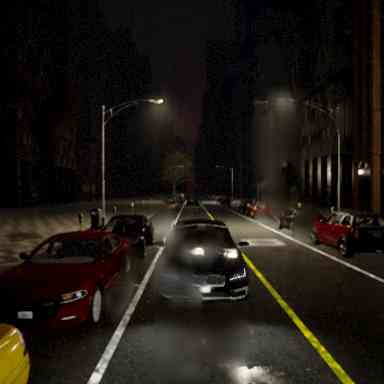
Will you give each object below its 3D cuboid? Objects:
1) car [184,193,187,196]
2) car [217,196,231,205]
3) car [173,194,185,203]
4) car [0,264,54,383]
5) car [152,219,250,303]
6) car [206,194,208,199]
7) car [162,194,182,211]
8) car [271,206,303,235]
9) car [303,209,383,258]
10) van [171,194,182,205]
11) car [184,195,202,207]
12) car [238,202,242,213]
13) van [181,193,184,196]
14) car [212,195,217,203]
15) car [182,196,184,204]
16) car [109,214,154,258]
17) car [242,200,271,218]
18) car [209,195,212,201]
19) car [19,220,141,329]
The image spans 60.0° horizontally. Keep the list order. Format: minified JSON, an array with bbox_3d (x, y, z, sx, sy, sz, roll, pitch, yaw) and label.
[{"bbox_3d":[-2.681,1.315,63.855,2.192,1.841,5.009,0,0,0],"label":"car"},{"bbox_3d":[5.868,1.582,58.221,1.802,1.307,4.206,0,0,0],"label":"car"},{"bbox_3d":[-2.706,1.316,69.532,2.192,1.841,5.009,0,0,0],"label":"car"},{"bbox_3d":[-2.412,1.525,1.234,1.752,1.417,4.829,0,0,0],"label":"car"},{"bbox_3d":[0.219,1.503,8.405,1.837,1.490,4.892,0,0,-1],"label":"car"},{"bbox_3d":[5.721,1.591,92.286,1.802,1.307,4.206,0,0,0],"label":"car"},{"bbox_3d":[-2.584,1.438,41.145,1.967,1.590,4.097,0,0,0],"label":"car"},{"bbox_3d":[6.039,1.564,18.478,1.947,1.339,4.313,0,0,0],"label":"car"},{"bbox_3d":[6.063,1.438,12.800,1.967,1.590,4.097,0,0,0],"label":"car"},{"bbox_3d":[-2.657,1.340,58.178,1.690,1.788,3.998,0,0,0],"label":"van"},{"bbox_3d":[0.136,1.562,51.348,1.994,1.385,4.181,0,0,0],"label":"car"},{"bbox_3d":[5.966,1.564,35.510,1.947,1.339,4.313,0,0,0],"label":"car"},{"bbox_3d":[-2.632,1.340,52.500,1.690,1.788,3.998,0,0,0],"label":"van"},{"bbox_3d":[5.819,1.553,69.576,2.008,1.369,4.403,0,0,0],"label":"car"},{"bbox_3d":[-2.608,1.549,46.823,2.008,1.369,4.403,0,0,0],"label":"car"},{"bbox_3d":[-2.462,1.563,12.759,1.947,1.339,4.313,0,0,0],"label":"car"},{"bbox_3d":[5.990,1.438,29.832,1.967,1.590,4.097,0,0,0],"label":"car"},{"bbox_3d":[5.770,1.586,80.931,1.802,1.307,4.206,0,0,0],"label":"car"},{"bbox_3d":[-2.437,1.543,7.081,1.887,1.381,4.507,0,0,0],"label":"car"}]
